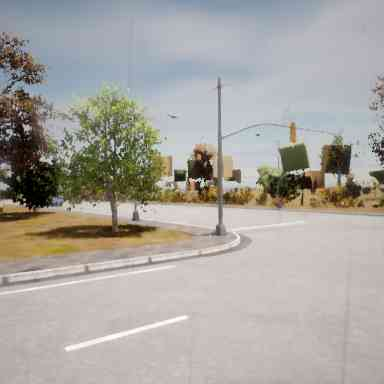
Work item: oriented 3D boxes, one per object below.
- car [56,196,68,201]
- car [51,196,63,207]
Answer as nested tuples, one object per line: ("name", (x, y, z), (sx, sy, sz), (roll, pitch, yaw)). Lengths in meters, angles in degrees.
("car", (-33.119, 1.575, 84.688), (1.895, 1.301, 4.718), (-1, 0, -31))
("car", (-21.299, 1.503, 51.010), (1.882, 1.535, 5.008), (-1, 0, -39))
